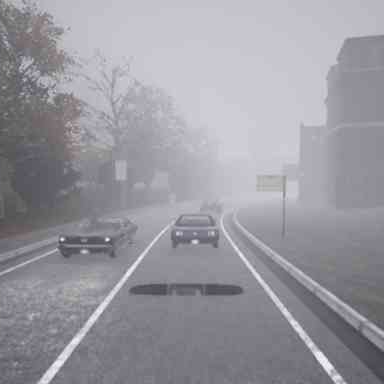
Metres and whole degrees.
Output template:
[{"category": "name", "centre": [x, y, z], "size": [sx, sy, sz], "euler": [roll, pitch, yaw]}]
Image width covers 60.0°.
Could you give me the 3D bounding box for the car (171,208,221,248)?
[{"category": "car", "centre": [0.161, 1.604, 14.818], "size": [1.895, 1.301, 4.718], "euler": [0, 0, 1]}]

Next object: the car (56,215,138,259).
[{"category": "car", "centre": [-3.397, 1.601, 12.792], "size": [1.895, 1.301, 4.718], "euler": [0, 0, 1]}]

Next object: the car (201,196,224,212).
[{"category": "car", "centre": [2.240, 1.245, 35.702], "size": [2.097, 1.767, 4.553], "euler": [1, 1, 10]}]
